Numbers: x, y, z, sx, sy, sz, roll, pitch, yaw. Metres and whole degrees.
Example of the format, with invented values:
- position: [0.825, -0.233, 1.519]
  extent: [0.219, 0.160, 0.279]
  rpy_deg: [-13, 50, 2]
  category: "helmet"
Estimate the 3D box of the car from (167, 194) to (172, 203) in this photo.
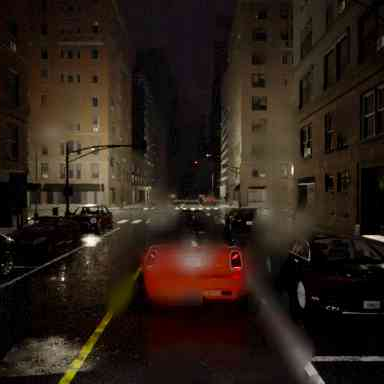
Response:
- position: [-5.690, 1.606, 66.361]
  extent: [2.008, 1.369, 4.403]
  rpy_deg: [0, 0, 0]
  category: "car"

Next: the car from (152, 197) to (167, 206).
- position: [-5.697, 1.617, 55.544]
  extent: [1.802, 1.307, 4.206]
  rpy_deg: [0, 0, 0]
  category: "car"

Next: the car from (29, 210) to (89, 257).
- position: [-5.684, 1.582, 12.939]
  extent: [1.802, 1.307, 4.206]
  rpy_deg: [0, 0, 0]
  category: "car"

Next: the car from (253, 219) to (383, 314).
- position: [2.848, 1.550, 7.448]
  extent: [2.008, 1.369, 4.403]
  rpy_deg: [0, 0, 0]
  category: "car"

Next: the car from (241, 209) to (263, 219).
- position: [2.836, 1.566, 18.450]
  extent: [1.947, 1.339, 4.313]
  rpy_deg: [0, 0, 0]
  category: "car"

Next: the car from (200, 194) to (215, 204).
- position: [2.827, 1.475, 55.540]
  extent: [1.967, 1.590, 4.097]
  rpy_deg: [0, 0, 0]
  category: "car"

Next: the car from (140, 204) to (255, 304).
- position: [0.054, 1.352, 8.309]
  extent: [2.097, 1.767, 4.553]
  rpy_deg: [0, 0, 0]
  category: "car"

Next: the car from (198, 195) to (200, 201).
- position: [2.835, 1.605, 66.358]
  extent: [2.008, 1.369, 4.403]
  rpy_deg: [0, 0, 0]
  category: "car"

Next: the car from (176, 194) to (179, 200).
- position: [-5.673, 1.455, 93.404]
  extent: [2.192, 1.841, 5.009]
  rpy_deg: [0, 0, 0]
  category: "car"

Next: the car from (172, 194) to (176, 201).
- position: [-5.680, 1.625, 82.416]
  extent: [1.752, 1.417, 4.829]
  rpy_deg: [0, 0, 0]
  category: "car"

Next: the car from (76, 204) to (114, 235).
- position: [-5.690, 1.440, 18.441]
  extent: [1.967, 1.590, 4.097]
  rpy_deg: [0, 0, 0]
  category: "car"

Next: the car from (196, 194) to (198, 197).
- position: [2.848, 1.559, 87.994]
  extent: [1.967, 1.590, 4.097]
  rpy_deg: [0, 0, 0]
  category: "car"

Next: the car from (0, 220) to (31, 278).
- position: [-5.677, 1.566, 7.438]
  extent: [1.947, 1.339, 4.313]
  rpy_deg: [0, 0, 0]
  category: "car"

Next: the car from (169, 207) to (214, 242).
- position: [-0.015, 1.564, 16.963]
  extent: [1.994, 1.385, 4.181]
  rpy_deg: [0, 0, 0]
  category: "car"

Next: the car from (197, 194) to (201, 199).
- position: [2.841, 1.523, 77.176]
  extent: [1.967, 1.590, 4.097]
  rpy_deg: [0, 0, 0]
  category: "car"
